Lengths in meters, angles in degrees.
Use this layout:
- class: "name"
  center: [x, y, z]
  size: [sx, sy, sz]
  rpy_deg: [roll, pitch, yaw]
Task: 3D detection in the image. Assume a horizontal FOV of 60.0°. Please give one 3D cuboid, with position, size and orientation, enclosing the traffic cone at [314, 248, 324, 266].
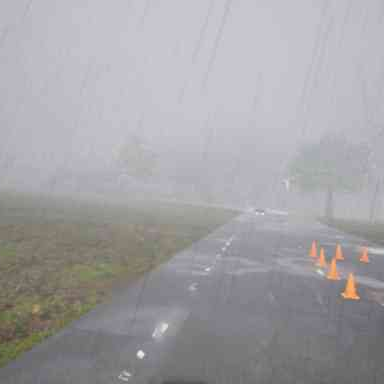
- class: "traffic cone"
  center: [4.718, 2.369, 12.076]
  size: [0.340, 0.580, 0.340]
  rpy_deg: [3, -1, 12]

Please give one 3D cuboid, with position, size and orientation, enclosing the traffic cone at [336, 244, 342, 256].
- class: "traffic cone"
  center: [6.106, 2.472, 13.826]
  size: [0.340, 0.580, 0.340]
  rpy_deg: [3, -1, 12]

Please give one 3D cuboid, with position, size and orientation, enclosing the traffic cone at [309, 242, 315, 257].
- class: "traffic cone"
  center: [5.129, 2.420, 14.033]
  size: [0.340, 0.580, 0.340]
  rpy_deg: [3, -1, 12]

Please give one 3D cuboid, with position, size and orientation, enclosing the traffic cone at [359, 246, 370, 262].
- class: "traffic cone"
  center: [7.083, 2.524, 13.620]
  size: [0.340, 0.580, 0.340]
  rpy_deg: [3, -1, 12]

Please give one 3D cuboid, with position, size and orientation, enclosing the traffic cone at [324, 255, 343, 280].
- class: "traffic cone"
  center: [4.308, 2.321, 10.119]
  size: [0.340, 0.580, 0.340]
  rpy_deg: [3, -1, 12]

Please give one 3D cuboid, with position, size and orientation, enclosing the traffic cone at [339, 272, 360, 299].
- class: "traffic cone"
  center: [3.897, 2.272, 8.163]
  size: [0.340, 0.580, 0.340]
  rpy_deg: [3, -1, 12]

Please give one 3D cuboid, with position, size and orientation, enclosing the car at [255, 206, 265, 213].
- class: "car"
  center: [13.843, 3.597, 67.691]
  size: [1.994, 1.385, 4.181]
  rpy_deg: [3, -2, 11]
